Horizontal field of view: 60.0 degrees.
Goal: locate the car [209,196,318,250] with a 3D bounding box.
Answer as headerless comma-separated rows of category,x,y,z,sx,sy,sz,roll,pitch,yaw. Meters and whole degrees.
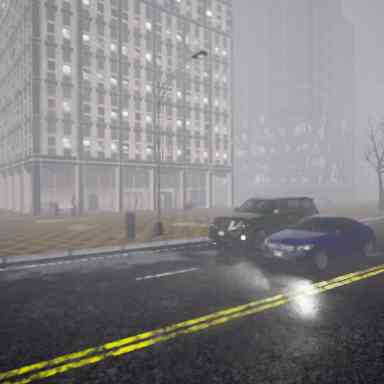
car,3.300,1.211,14.304,5.566,2.045,2.150,0,0,-37

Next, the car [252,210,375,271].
car,4.344,1.514,11.026,4.674,1.442,1.812,0,0,-37
